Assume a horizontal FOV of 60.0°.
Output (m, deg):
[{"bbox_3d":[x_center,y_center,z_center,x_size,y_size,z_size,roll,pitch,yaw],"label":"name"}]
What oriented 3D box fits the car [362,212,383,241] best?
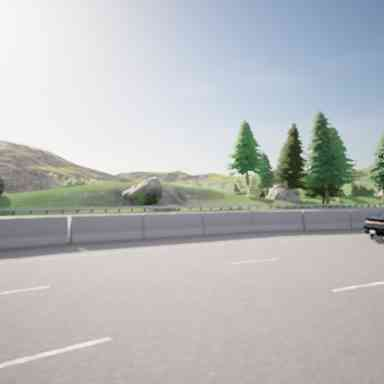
[{"bbox_3d":[10.486,1.599,15.672,4.902,1.511,2.128,0,0,-15],"label":"car"}]
